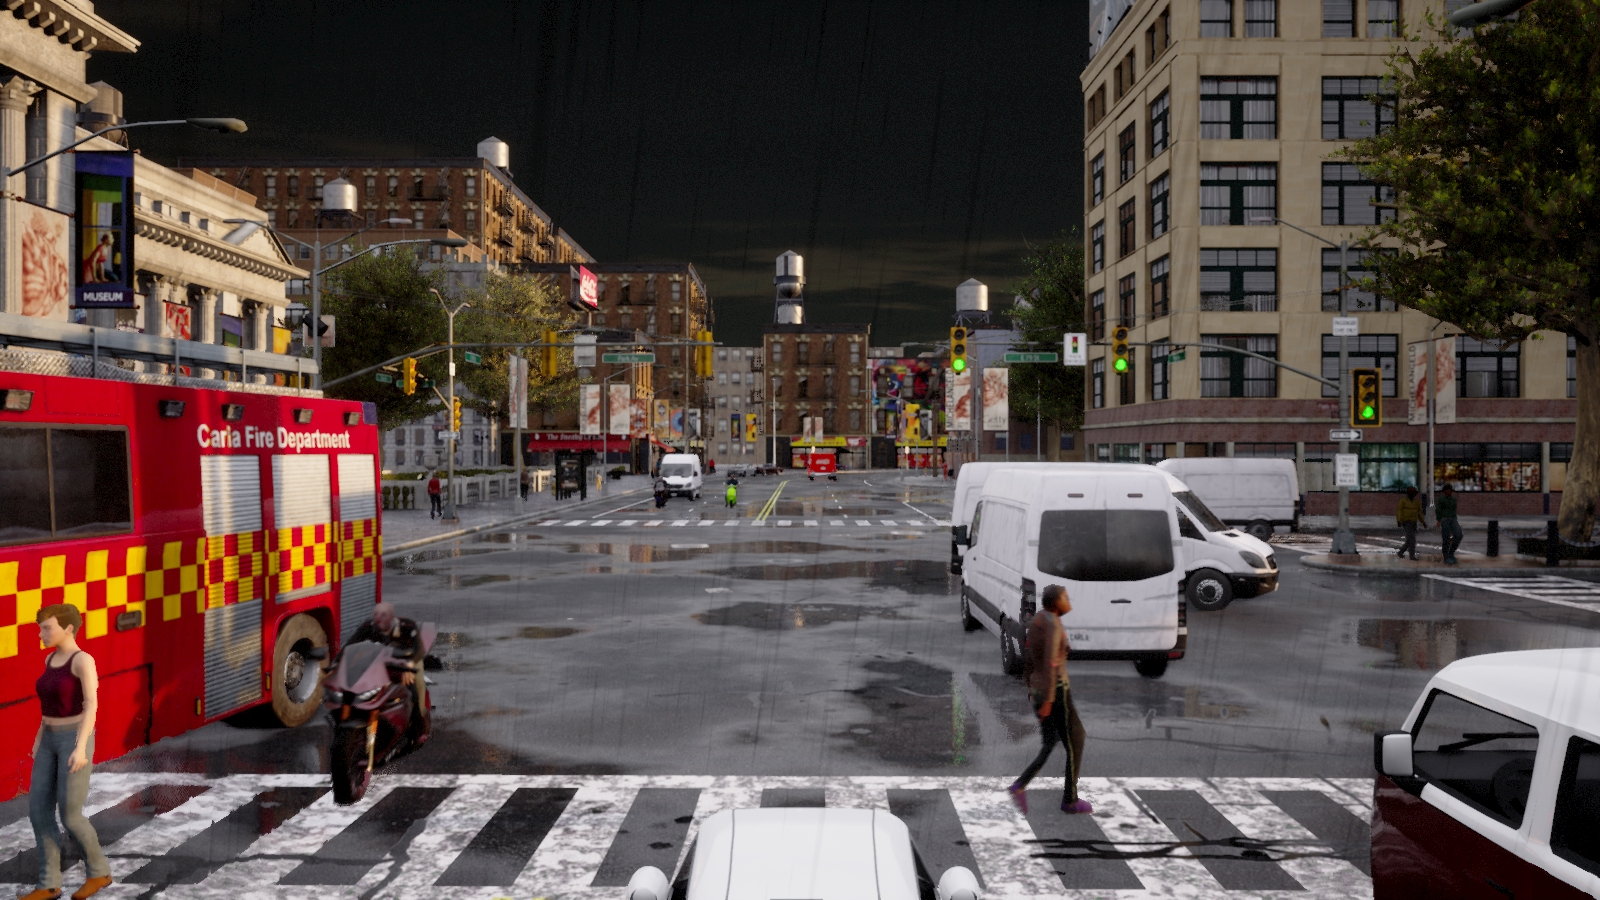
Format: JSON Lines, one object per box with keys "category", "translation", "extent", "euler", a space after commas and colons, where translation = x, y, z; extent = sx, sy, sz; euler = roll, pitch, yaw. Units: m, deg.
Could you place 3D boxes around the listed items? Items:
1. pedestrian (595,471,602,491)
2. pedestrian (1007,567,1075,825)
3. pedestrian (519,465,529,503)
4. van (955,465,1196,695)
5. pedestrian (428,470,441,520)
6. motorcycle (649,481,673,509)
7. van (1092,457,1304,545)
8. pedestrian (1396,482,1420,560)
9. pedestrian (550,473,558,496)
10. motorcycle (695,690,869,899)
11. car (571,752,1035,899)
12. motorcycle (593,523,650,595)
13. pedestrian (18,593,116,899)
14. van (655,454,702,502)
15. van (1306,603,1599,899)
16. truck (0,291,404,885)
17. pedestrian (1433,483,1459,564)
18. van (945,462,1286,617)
{"category": "pedestrian", "translation": [-12.892, 1.966, 73.024], "extent": [0.375, 1.300, 0.375], "euler": [0, 0, -2]}
{"category": "pedestrian", "translation": [1.832, 1.848, 8.699], "extent": [0.375, 1.860, 0.375], "euler": [0, 0, -15]}
{"category": "pedestrian", "translation": [-13.764, 1.689, 57.017], "extent": [0.375, 1.860, 0.375], "euler": [0, 0, 1]}
{"category": "van", "translation": [3.563, 1.532, 16.095], "extent": [1.988, 2.561, 5.915], "euler": [0, 0, 0]}
{"category": "pedestrian", "translation": [-13.705, 1.690, 42.836], "extent": [0.375, 1.860, 0.375], "euler": [0, 0, 1]}
{"category": "motorcycle", "translation": [-6.789, 2.197, 55.925], "extent": [0.867, 1.251, 2.209], "euler": [0, 0, 0]}
{"category": "van", "translation": [12.202, 1.530, 35.413], "extent": [5.915, 2.561, 1.988], "euler": [0, 1, 9]}
{"category": "pedestrian", "translation": [14.578, 1.700, 27.400], "extent": [0.375, 1.860, 0.375], "euler": [0, 0, -6]}
{"category": "pedestrian", "translation": [-14.095, 1.967, 65.460], "extent": [0.375, 1.300, 0.375], "euler": [0, 0, -5]}
{"category": "motorcycle", "translation": [-0.085, 2.181, 6.534], "extent": [0.856, 1.236, 1.805], "euler": [0, 0, 0]}
{"category": "car", "translation": [0.013, 2.119, 4.283], "extent": [1.481, 1.376, 2.207], "euler": [0, 0, 0]}
{"category": "motorcycle", "translation": [-3.628, 2.201, 23.365], "extent": [0.867, 1.251, 2.209], "euler": [0, 0, -1]}
{"category": "pedestrian", "translation": [-4.528, 1.848, 7.066], "extent": [0.375, 1.860, 0.375], "euler": [0, 0, 28]}
{"category": "van", "translation": [-6.749, 1.524, 64.209], "extent": [1.988, 2.561, 5.915], "euler": [0, 0, 0]}
{"category": "van", "translation": [3.531, 1.782, 3.433], "extent": [2.069, 2.038, 4.480], "euler": [0, 0, 1]}
{"category": "truck", "translation": [-6.428, 0.889, 9.104], "extent": [2.891, 3.827, 8.468], "euler": [0, 0, 6]}
{"category": "pedestrian", "translation": [15.027, 1.700, 26.589], "extent": [0.375, 1.860, 0.375], "euler": [0, 0, -7]}
{"category": "van", "translation": [5.883, 1.530, 21.631], "extent": [5.915, 2.561, 1.988], "euler": [0, 0, 29]}
